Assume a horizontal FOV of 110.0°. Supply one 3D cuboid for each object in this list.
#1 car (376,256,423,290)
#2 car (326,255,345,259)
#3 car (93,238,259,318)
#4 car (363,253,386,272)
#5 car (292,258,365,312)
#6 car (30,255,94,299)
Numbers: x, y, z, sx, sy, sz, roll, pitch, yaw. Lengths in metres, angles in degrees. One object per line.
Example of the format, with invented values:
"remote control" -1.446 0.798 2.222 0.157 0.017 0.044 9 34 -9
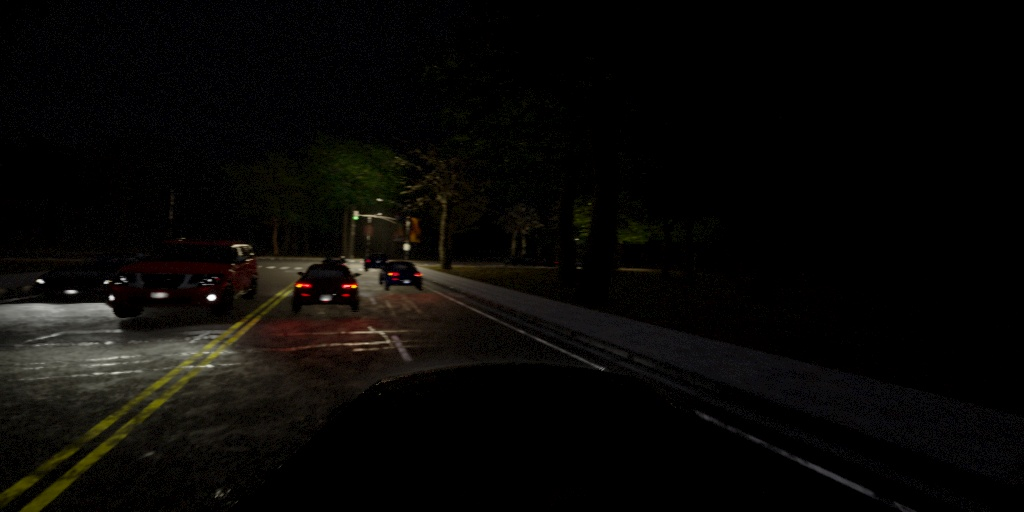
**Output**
"car" -6.052 0.992 19.371 1.812 1.442 4.674 3 0 -25
"car" -13.619 0.646 27.649 1.994 1.385 4.181 3 0 -27
"car" -9.396 0.508 10.881 2.150 2.045 5.566 3 0 -25
"car" -12.525 0.492 33.048 2.097 1.767 4.553 3 0 -25
"car" -6.242 0.975 12.235 1.812 1.442 4.674 3 0 -25
"car" -13.940 0.604 12.845 2.033 1.411 5.357 3 0 -25
